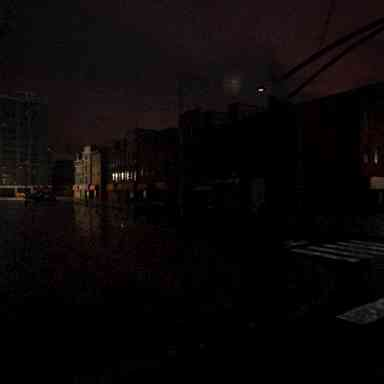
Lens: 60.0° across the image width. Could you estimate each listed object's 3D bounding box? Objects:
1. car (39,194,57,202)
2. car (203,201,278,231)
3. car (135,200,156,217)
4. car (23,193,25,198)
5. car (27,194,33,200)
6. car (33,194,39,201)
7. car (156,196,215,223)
[{"bbox_3d":[-25.605,1.114,59.640,1.752,1.417,4.829,0,0,-36],"label":"car"},{"bbox_3d":[2.970,1.450,19.745,1.887,1.381,4.507,1,0,-36],"label":"car"},{"bbox_3d":[-3.358,1.375,28.580,1.887,1.381,4.507,1,0,-36],"label":"car"},{"bbox_3d":[-34.999,1.046,72.755,2.008,1.369,4.403,0,0,-36],"label":"car"},{"bbox_3d":[-31.835,1.070,68.338,1.887,1.381,4.507,0,0,-36],"label":"car"},{"bbox_3d":[-28.670,0.998,63.920,1.967,1.590,4.097,0,0,-36],"label":"car"},{"bbox_3d":[-0.191,1.183,24.162,2.192,1.841,5.009,1,0,-36],"label":"car"}]
